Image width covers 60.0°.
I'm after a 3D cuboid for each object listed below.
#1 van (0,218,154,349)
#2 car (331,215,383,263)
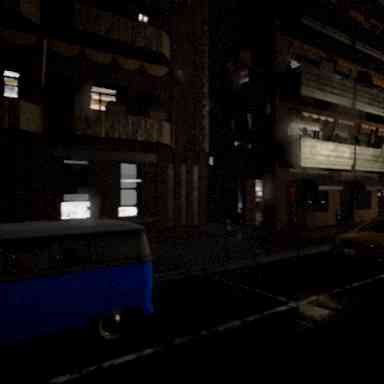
[{"bbox_3d":[-2.508,1.337,4.763,3.998,1.788,1.690,-1,1,-35],"label":"van"},{"bbox_3d":[6.622,1.436,11.271,4.829,1.417,1.752,-1,1,-35],"label":"car"}]
